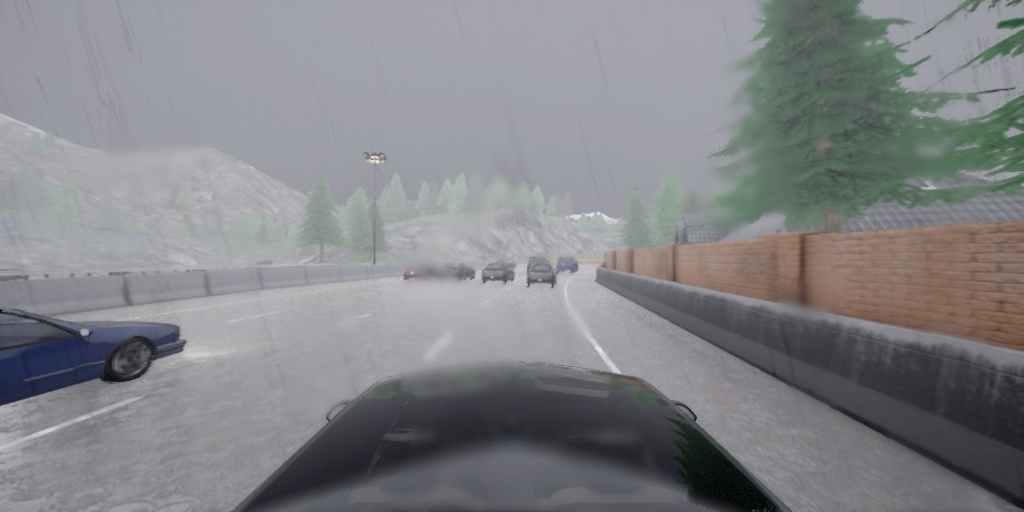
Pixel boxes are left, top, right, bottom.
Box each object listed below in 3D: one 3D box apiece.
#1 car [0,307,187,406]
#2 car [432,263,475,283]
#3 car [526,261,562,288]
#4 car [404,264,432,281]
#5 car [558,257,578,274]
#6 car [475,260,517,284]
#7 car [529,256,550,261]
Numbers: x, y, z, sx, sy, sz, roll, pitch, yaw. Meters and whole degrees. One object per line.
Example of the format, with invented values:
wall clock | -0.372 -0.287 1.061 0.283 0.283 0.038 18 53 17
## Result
car | -6.926 1.271 4.028 2.033 1.411 5.357 0 0 2
car | -4.280 1.275 28.751 2.128 1.511 4.902 0 0 10
car | 2.134 1.295 24.812 2.128 1.511 4.902 0 0 9
car | -7.510 1.336 30.585 1.994 1.385 4.181 0 0 11
car | 6.944 1.087 44.847 2.150 2.045 5.566 0 0 17
car | -0.968 1.287 27.377 2.128 1.511 4.902 0 0 10
car | 3.485 1.073 45.499 2.150 2.045 5.566 0 0 17
